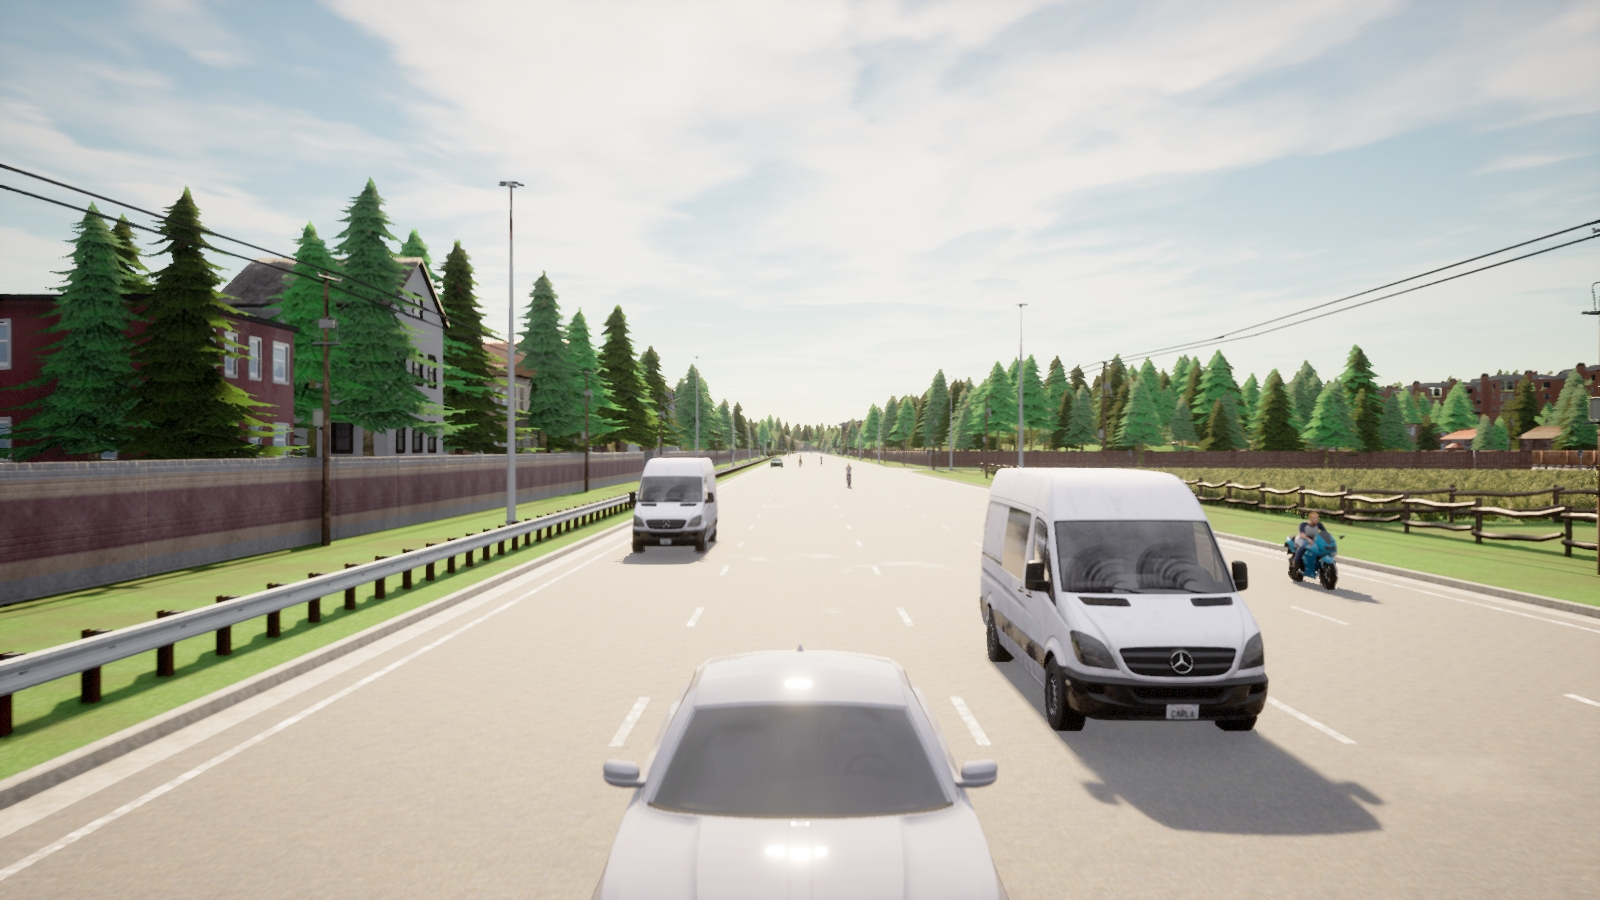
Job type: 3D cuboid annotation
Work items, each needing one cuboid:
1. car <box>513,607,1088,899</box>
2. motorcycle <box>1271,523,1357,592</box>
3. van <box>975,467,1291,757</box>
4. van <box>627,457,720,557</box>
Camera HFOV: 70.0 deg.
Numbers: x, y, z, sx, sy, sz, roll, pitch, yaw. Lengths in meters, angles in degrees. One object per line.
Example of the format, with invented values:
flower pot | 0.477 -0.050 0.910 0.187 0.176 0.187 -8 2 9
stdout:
car | 0.002 2.028 6.671 2.097 1.535 5.006 0 0 0
motorcycle | 10.457 2.167 23.329 0.803 1.199 2.033 0 0 -1
van | 3.499 1.523 13.404 1.988 2.561 5.915 0 0 0
van | -3.496 1.509 32.653 1.988 2.561 5.915 0 0 0
